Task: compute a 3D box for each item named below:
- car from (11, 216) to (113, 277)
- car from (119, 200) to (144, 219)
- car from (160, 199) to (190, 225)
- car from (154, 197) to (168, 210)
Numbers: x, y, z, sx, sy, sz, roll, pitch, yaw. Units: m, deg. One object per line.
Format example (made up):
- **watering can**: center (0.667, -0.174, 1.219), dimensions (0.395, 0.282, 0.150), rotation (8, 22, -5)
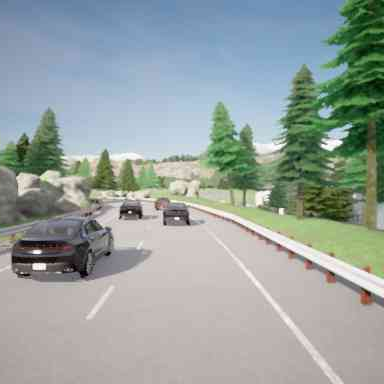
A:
- **car**: center (-3.708, 1.512, 10.276), dimensions (1.837, 1.490, 4.892), rotation (0, 0, -2)
- **car**: center (-5.308, 1.490, 29.448), dimensions (1.882, 1.535, 5.008), rotation (0, 0, -7)
- **car**: center (-1.234, 1.510, 24.474), dimensions (1.837, 1.490, 4.892), rotation (0, 0, -5)
- **car**: center (-3.793, 1.442, 42.501), dimensions (2.033, 1.649, 4.856), rotation (0, 0, -11)
